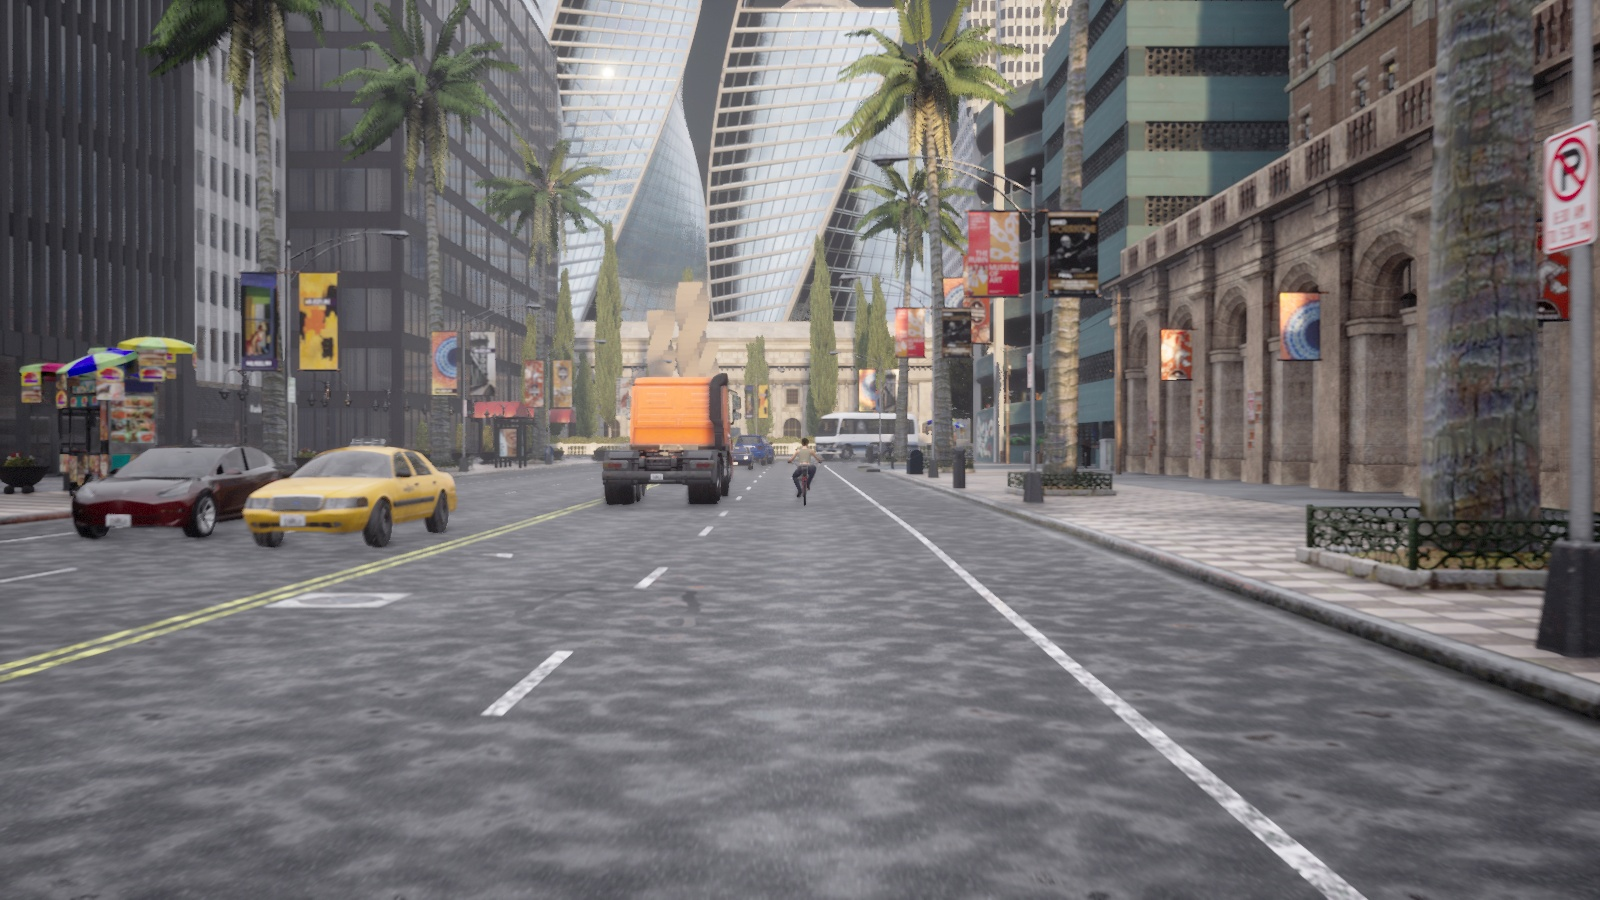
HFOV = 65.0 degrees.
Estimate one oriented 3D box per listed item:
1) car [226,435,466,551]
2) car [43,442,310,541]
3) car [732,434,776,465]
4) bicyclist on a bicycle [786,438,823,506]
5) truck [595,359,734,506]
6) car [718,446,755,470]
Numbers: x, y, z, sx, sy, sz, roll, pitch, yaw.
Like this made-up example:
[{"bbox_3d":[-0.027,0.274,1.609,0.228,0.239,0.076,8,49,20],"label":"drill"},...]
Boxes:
[{"bbox_3d":[-6.852,0.569,19.665,1.801,1.575,5.366,0,0,0],"label":"car"},{"bbox_3d":[-10.351,0.617,21.355,2.163,1.488,4.792,0,0,0],"label":"car"},{"bbox_3d":[-3.134,-0.023,86.151,2.150,2.045,5.566,0,0,7],"label":"car"},{"bbox_3d":[0.109,0.512,30.397,0.866,1.612,1.509,0,0,0],"label":"bicyclist on a bicycle"},{"bbox_3d":[-3.400,-0.427,33.521,2.891,3.462,7.936,0,0,0],"label":"truck"},{"bbox_3d":[-3.601,0.440,71.615,1.895,1.301,4.718,0,0,0],"label":"car"}]
